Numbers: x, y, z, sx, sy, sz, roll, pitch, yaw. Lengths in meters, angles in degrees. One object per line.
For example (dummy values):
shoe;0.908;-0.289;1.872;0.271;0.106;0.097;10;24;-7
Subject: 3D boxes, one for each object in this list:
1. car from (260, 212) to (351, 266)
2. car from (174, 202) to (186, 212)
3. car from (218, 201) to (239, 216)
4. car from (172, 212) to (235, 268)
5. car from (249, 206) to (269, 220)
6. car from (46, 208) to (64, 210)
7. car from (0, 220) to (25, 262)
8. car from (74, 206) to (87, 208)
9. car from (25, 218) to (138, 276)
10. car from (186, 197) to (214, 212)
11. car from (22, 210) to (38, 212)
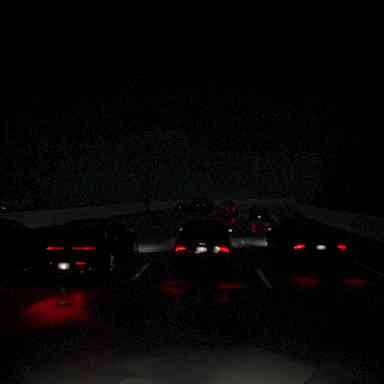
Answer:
car;3.989;1.707;12.271;2.033;1.411;5.357;0;-1;4
car;-1.131;2.078;46.476;1.994;1.385;4.181;0;-1;14
car;4.272;1.804;38.463;2.097;1.767;4.553;0;-1;12
car;0.455;1.683;11.789;2.033;1.411;5.357;0;-1;4
car;6.474;1.995;32.154;1.895;1.301;4.718;0;-1;10
car;-16.659;1.984;42.151;1.895;1.301;4.718;0;-1;12
car;-6.601;1.637;11.019;2.033;1.411;5.357;0;-1;4
car;-13.272;1.869;41.240;1.882;1.535;5.008;0;0;12
car;-3.068;1.611;10.733;1.837;1.490;4.892;0;0;3
car;1.294;1.698;41.881;2.150;2.045;5.566;0;-1;13
car;-20.022;1.939;43.071;1.994;1.385;4.181;0;-1;12
